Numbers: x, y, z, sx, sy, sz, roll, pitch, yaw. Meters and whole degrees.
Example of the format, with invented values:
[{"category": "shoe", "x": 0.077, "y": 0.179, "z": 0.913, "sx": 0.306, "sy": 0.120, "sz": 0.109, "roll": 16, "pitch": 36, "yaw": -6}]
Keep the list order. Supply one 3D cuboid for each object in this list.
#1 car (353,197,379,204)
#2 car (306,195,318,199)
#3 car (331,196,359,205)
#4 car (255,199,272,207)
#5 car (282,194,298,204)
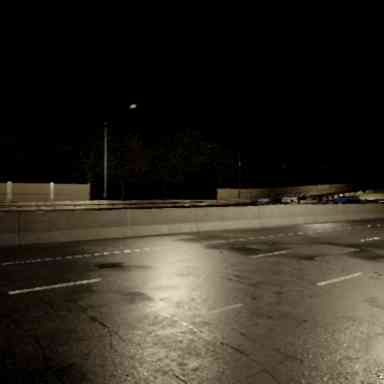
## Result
[{"category": "car", "x": 25.811, "y": 1.892, "z": 48.134, "sx": 4.674, "sy": 1.442, "sz": 1.812, "roll": 1, "pitch": 0, "yaw": -35}, {"category": "car", "x": 30.873, "y": 1.434, "z": 85.652, "sx": 1.895, "sy": 1.301, "sz": 4.718, "roll": 0, "pitch": 2, "yaw": 38}, {"category": "car", "x": 23.691, "y": 1.587, "z": 50.913, "sx": 5.566, "sy": 2.045, "sz": 2.150, "roll": 1, "pitch": 0, "yaw": -35}, {"category": "car", "x": 12.824, "y": 1.955, "z": 59.759, "sx": 2.128, "sy": 1.511, "sz": 4.902, "roll": 0, "pitch": 0, "yaw": 32}, {"category": "car", "x": 21.495, "y": 1.575, "z": 72.965, "sx": 2.150, "sy": 2.045, "sz": 5.566, "roll": 0, "pitch": 1, "yaw": 35}]
